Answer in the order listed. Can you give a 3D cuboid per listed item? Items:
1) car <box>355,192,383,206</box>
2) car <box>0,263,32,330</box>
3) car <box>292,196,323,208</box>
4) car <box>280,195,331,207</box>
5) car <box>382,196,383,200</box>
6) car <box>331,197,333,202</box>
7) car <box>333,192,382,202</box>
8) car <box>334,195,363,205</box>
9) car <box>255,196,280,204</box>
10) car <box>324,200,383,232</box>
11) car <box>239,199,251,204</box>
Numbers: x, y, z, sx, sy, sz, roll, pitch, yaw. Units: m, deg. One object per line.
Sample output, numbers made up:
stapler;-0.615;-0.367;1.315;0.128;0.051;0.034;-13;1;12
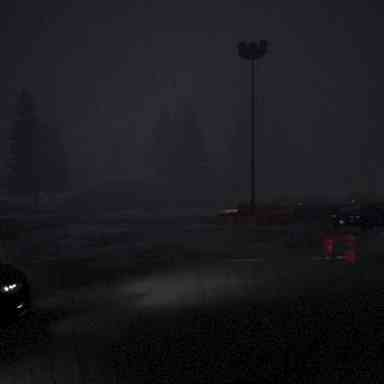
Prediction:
car;25.768;0.973;47.851;4.553;1.767;2.097;-1;1;-35
car;-4.917;1.498;4.538;4.902;1.511;2.128;0;0;-35
car;15.655;1.319;45.031;4.181;1.385;1.994;-1;0;-35
car;11.480;1.195;33.546;4.553;1.767;2.097;-1;0;-35
car;27.912;0.971;45.079;4.553;1.767;2.097;-1;1;-35
car;17.531;1.321;42.071;4.181;1.385;1.994;-1;0;-35
car;19.568;0.978;39.225;5.566;2.045;2.150;-1;0;-35
car;23.916;1.219;50.826;4.718;1.301;1.895;-1;1;-35
car;9.461;1.195;36.405;4.553;1.767;2.097;-1;0;-35
car;10.055;1.444;19.532;4.674;1.442;1.812;0;0;-36
car;7.419;1.406;39.248;4.181;1.385;1.994;-1;0;-35
